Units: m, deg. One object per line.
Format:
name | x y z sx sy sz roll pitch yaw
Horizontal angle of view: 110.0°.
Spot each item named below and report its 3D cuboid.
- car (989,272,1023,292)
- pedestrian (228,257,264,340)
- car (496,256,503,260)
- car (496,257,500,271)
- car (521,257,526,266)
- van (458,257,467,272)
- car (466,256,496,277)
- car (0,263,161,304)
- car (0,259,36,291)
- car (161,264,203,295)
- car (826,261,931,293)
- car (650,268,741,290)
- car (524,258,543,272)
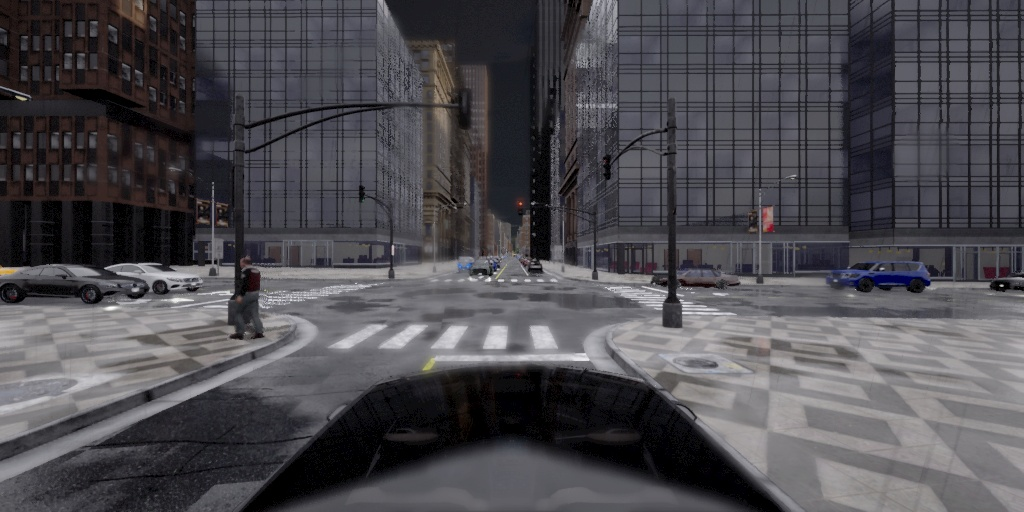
car | 35.012 1.763 23.832 4.892 1.490 1.837 1 0 1
pedestrian | -5.778 0.891 7.797 0.375 1.860 0.375 0 0 0
car | -2.852 1.203 56.432 1.837 1.490 4.892 0 0 1
car | -2.917 1.194 45.899 1.882 1.535 5.008 0 0 1
car | 2.934 1.272 61.635 1.802 1.307 4.207 0 0 0
van | -5.685 1.059 44.733 1.690 1.789 3.998 0 0 0
car | -2.961 1.081 35.522 2.097 1.767 4.553 0 0 0
car | -17.232 1.046 14.137 4.674 1.442 1.812 1 0 -1
car | -26.904 0.886 17.436 5.008 1.535 1.882 1 0 1
car | -17.760 1.052 17.394 4.674 1.442 1.812 1 0 0
car | 24.319 1.336 23.899 5.566 2.045 2.150 1 0 0
car | 12.175 1.497 23.962 5.357 1.411 2.033 1 0 0
car | 2.840 1.284 44.687 1.948 1.339 4.313 0 0 0
